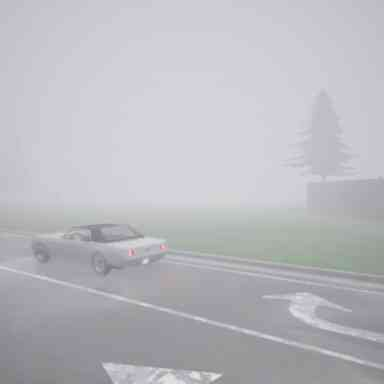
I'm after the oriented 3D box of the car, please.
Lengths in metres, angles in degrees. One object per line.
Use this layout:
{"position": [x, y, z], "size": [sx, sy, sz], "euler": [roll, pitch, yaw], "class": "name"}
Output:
{"position": [-3.098, 1.641, 10.505], "size": [4.718, 1.301, 1.895], "euler": [0, 0, 35], "class": "car"}
